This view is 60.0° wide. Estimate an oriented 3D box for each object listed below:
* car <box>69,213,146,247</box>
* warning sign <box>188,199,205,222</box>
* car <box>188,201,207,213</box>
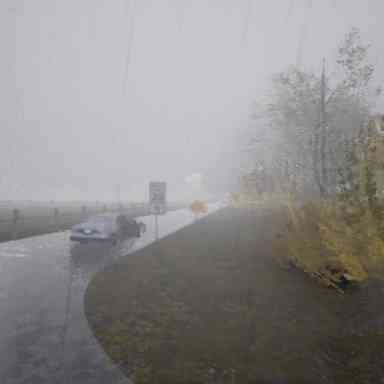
[{"bbox_3d":[-3.886,1.726,16.241,2.033,1.411,5.357,1,-1,10],"label":"car"},{"bbox_3d":[0.422,1.544,28.140,1.300,1.860,1.060,1,-1,9],"label":"warning sign"},{"bbox_3d":[0.850,2.033,47.027,2.097,1.767,4.553,1,-1,9],"label":"car"}]
